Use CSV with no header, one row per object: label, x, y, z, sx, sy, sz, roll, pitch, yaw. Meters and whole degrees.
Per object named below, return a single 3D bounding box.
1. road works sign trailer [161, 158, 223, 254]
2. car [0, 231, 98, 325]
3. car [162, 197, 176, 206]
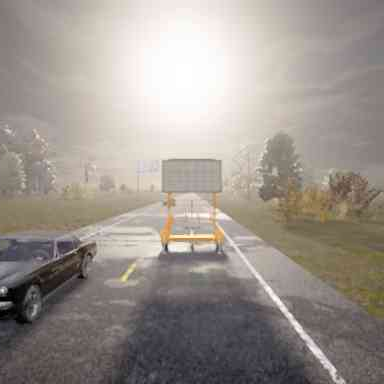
road works sign trailer,-0.001,0.439,13.386,2.380,3.560,2.880,0,0,0
car,-3.601,1.586,7.205,1.895,1.301,4.718,0,0,0
car,-3.572,1.489,52.918,1.994,1.385,4.181,0,0,0
